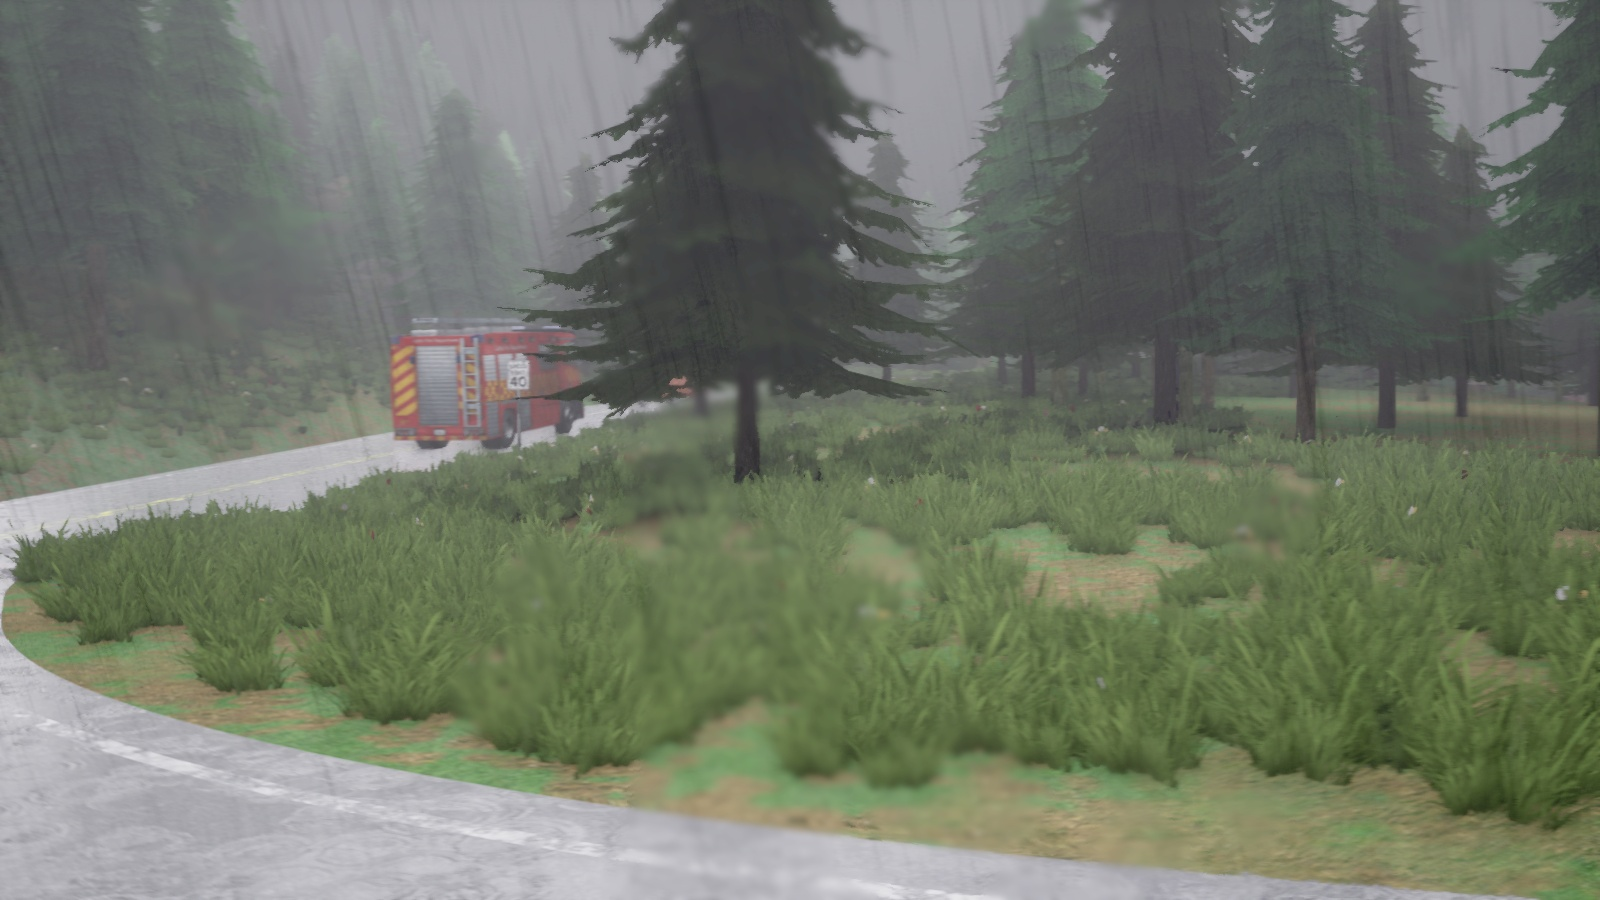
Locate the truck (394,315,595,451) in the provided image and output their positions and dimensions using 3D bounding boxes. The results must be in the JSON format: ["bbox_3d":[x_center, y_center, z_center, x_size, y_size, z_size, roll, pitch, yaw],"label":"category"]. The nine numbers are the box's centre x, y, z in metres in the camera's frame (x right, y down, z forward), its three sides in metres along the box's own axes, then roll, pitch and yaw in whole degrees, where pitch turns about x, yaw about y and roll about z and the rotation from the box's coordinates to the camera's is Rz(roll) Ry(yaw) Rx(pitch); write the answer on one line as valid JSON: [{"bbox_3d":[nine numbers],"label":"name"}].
[{"bbox_3d":[-9.339,-2.309,39.711,2.891,3.827,8.468,0,6,10],"label":"truck"}]

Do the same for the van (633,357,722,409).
[{"bbox_3d":[-5.222,-2.930,54.221,1.775,1.987,4.442,0,6,24],"label":"van"}]
